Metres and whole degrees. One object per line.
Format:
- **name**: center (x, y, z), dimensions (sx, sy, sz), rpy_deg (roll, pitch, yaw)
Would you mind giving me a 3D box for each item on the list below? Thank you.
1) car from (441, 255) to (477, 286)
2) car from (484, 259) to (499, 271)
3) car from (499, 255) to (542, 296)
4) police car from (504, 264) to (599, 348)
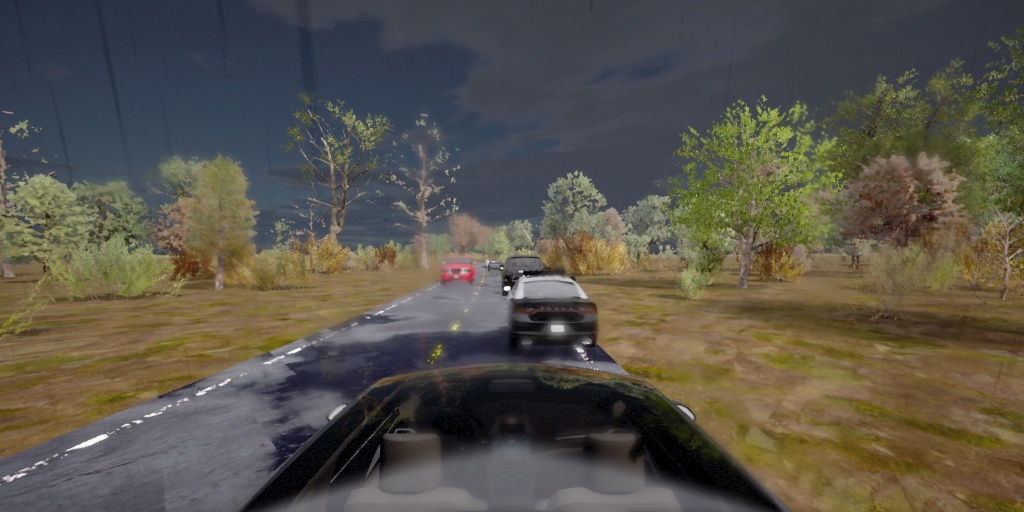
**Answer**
- **car**: center (-3.713, 0.970, 25.746), dimensions (2.150, 2.045, 5.566), rpy_deg (0, 0, -3)
- **car**: center (-2.314, 1.240, 48.050), dimensions (2.128, 1.511, 4.902), rpy_deg (0, 0, -5)
- **car**: center (0.531, 0.972, 19.363), dimensions (2.150, 2.045, 5.566), rpy_deg (0, 0, -2)
- **police car**: center (0.820, 1.174, 9.399), dimensions (1.930, 1.638, 5.238), rpy_deg (0, 0, -1)
